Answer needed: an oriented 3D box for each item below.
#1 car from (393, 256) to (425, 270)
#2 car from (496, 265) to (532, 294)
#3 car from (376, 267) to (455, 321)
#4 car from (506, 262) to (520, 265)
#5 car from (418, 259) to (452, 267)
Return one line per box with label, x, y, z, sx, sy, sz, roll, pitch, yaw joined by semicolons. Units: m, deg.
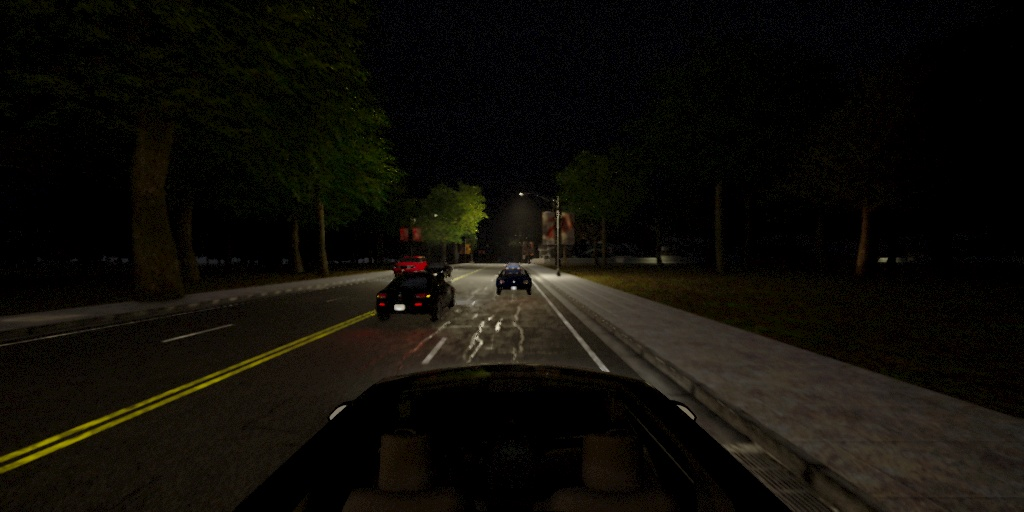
car;-9.814;1.006;35.149;2.150;2.045;5.566;0;0;0
car;0.100;1.356;20.402;1.895;1.301;4.718;0;0;0
car;-3.149;1.274;12.345;1.812;1.442;4.674;0;0;0
car;0.103;1.343;39.893;2.033;1.411;5.357;0;0;0
car;-6.579;1.252;32.007;1.882;1.535;5.008;0;0;0
